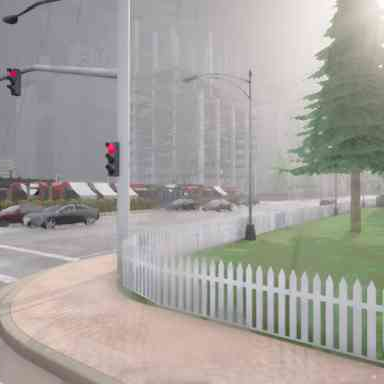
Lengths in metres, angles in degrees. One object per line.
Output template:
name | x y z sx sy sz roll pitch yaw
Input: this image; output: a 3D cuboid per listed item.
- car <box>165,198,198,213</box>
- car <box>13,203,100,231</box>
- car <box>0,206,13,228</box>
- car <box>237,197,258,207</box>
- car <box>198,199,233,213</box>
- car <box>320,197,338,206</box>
car | -1.082 1.477 37.627 1.882 1.535 5.008 0 0 34
car | -8.108 1.491 20.957 2.128 1.511 4.902 0 0 34
car | -11.435 1.526 22.277 1.812 1.442 4.674 0 0 36
car | 8.635 1.504 51.872 2.128 1.511 4.902 0 0 34
car | 2.935 1.526 37.305 1.812 1.442 4.674 0 0 34
car | 21.035 1.526 51.303 1.812 1.442 4.674 0 0 34
